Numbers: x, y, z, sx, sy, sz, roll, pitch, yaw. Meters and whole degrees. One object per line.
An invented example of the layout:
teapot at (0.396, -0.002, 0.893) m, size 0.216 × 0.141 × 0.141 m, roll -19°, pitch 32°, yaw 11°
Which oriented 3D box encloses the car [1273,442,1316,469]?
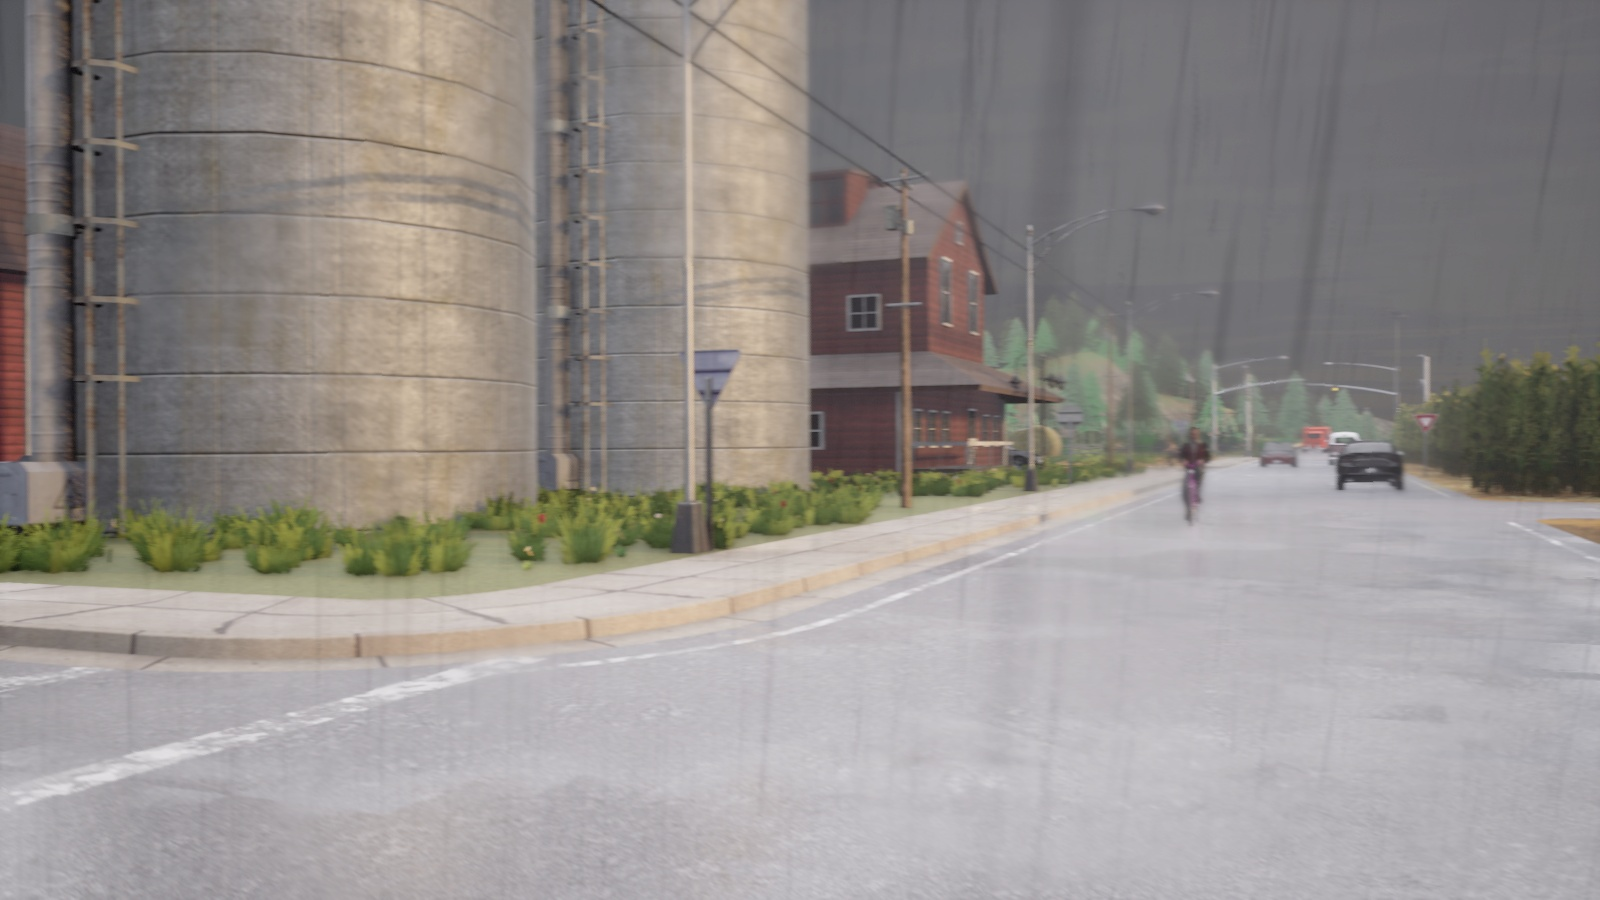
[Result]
car at (28.242, 0.293, 71.687) m, size 2.163 × 1.488 × 4.792 m, roll 0°, pitch 0°, yaw 23°

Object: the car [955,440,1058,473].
car at (10.516, 0.317, 64.075) m, size 4.856 × 1.649 × 2.033 m, roll 0°, pitch 0°, yaw 22°

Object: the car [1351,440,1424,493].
car at (18.187, 0.463, 39.052) m, size 1.882 × 1.535 × 5.008 m, roll 0°, pitch 0°, yaw 23°

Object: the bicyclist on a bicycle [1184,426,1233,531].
bicyclist on a bicycle at (7.253, 0.484, 22.254) m, size 0.659 × 1.776 × 1.843 m, roll 0°, pitch 0°, yaw 23°

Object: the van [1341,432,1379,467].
van at (34.189, -0.035, 76.738) m, size 2.069 × 2.038 × 4.480 m, roll 0°, pitch 0°, yaw 23°
